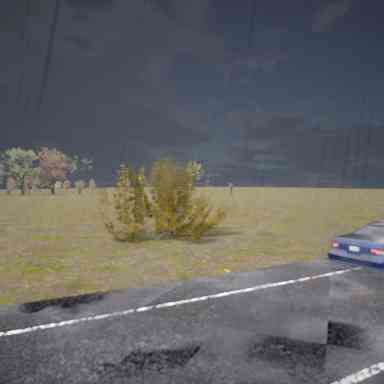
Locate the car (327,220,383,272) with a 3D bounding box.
[{"bbox_3d":[6.500,1.548,10.022,5.357,1.411,2.033,0,0,-29],"label":"car"}]
